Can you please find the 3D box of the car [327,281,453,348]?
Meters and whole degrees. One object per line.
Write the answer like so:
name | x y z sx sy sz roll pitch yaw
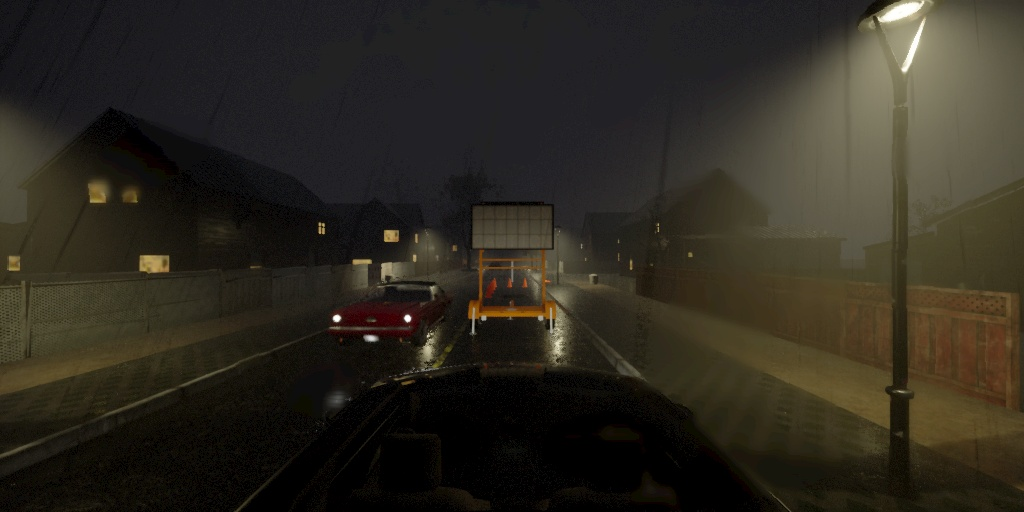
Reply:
car | -2.842 1.356 9.441 1.895 1.301 4.718 0 0 0

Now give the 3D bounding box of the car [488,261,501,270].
car | -2.699 1.538 56.698 1.994 1.385 4.181 0 0 0

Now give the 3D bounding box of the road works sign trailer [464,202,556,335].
road works sign trailer | 0.009 0.220 10.546 2.380 3.560 2.880 0 0 0
